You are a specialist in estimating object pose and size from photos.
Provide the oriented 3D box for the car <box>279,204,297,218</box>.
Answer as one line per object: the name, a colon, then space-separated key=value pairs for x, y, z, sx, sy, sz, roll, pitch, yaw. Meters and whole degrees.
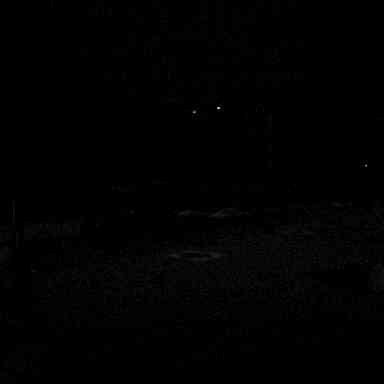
car: x=9.165 y=2.022 z=35.177 sx=1.947 sy=1.339 sz=4.313 roll=-1 pitch=-1 yaw=35

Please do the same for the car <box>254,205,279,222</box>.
car: x=6.038 y=1.945 z=30.772 sx=1.947 sy=1.339 sz=4.313 roll=-1 pitch=-1 yaw=35

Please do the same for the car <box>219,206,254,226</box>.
car: x=2.812 y=1.826 z=26.229 sx=1.752 sy=1.417 sz=4.829 roll=-1 pitch=-1 yaw=35

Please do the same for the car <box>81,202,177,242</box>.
car: x=-3.344 y=1.465 z=17.561 sx=2.192 sy=1.841 sz=5.009 roll=-1 pitch=-1 yaw=35

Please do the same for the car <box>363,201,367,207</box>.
car: x=40.439 y=2.779 z=79.229 sx=1.947 sy=1.339 sz=4.313 roll=-1 pitch=-1 yaw=35

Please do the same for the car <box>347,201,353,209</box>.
car: x=27.930 y=2.476 z=61.609 sx=1.947 sy=1.339 sz=4.313 roll=-1 pitch=-1 yaw=35

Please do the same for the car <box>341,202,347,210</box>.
car: x=24.704 y=2.358 z=57.066 sx=1.752 sy=1.417 sz=4.829 roll=-1 pitch=-1 yaw=35

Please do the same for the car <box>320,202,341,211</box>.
car: x=21.675 y=2.310 z=52.798 sx=2.008 sy=1.369 sz=4.403 roll=-1 pitch=-1 yaw=35

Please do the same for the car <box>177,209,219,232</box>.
car: x=-0.217 y=1.808 z=21.961 sx=1.802 sy=1.307 sz=4.206 roll=-1 pitch=-1 yaw=35

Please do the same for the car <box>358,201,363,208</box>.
car: x=34.185 y=2.626 z=70.419 sx=1.947 sy=1.339 sz=4.313 roll=-1 pitch=-1 yaw=35

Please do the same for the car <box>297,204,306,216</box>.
car: x=12.293 y=2.083 z=39.583 sx=2.008 sy=1.369 sz=4.403 roll=-1 pitch=-1 yaw=35

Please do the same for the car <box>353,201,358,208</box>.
car: x=31.058 y=2.567 z=66.014 sx=1.802 sy=1.307 sz=4.206 roll=-1 pitch=-1 yaw=35
